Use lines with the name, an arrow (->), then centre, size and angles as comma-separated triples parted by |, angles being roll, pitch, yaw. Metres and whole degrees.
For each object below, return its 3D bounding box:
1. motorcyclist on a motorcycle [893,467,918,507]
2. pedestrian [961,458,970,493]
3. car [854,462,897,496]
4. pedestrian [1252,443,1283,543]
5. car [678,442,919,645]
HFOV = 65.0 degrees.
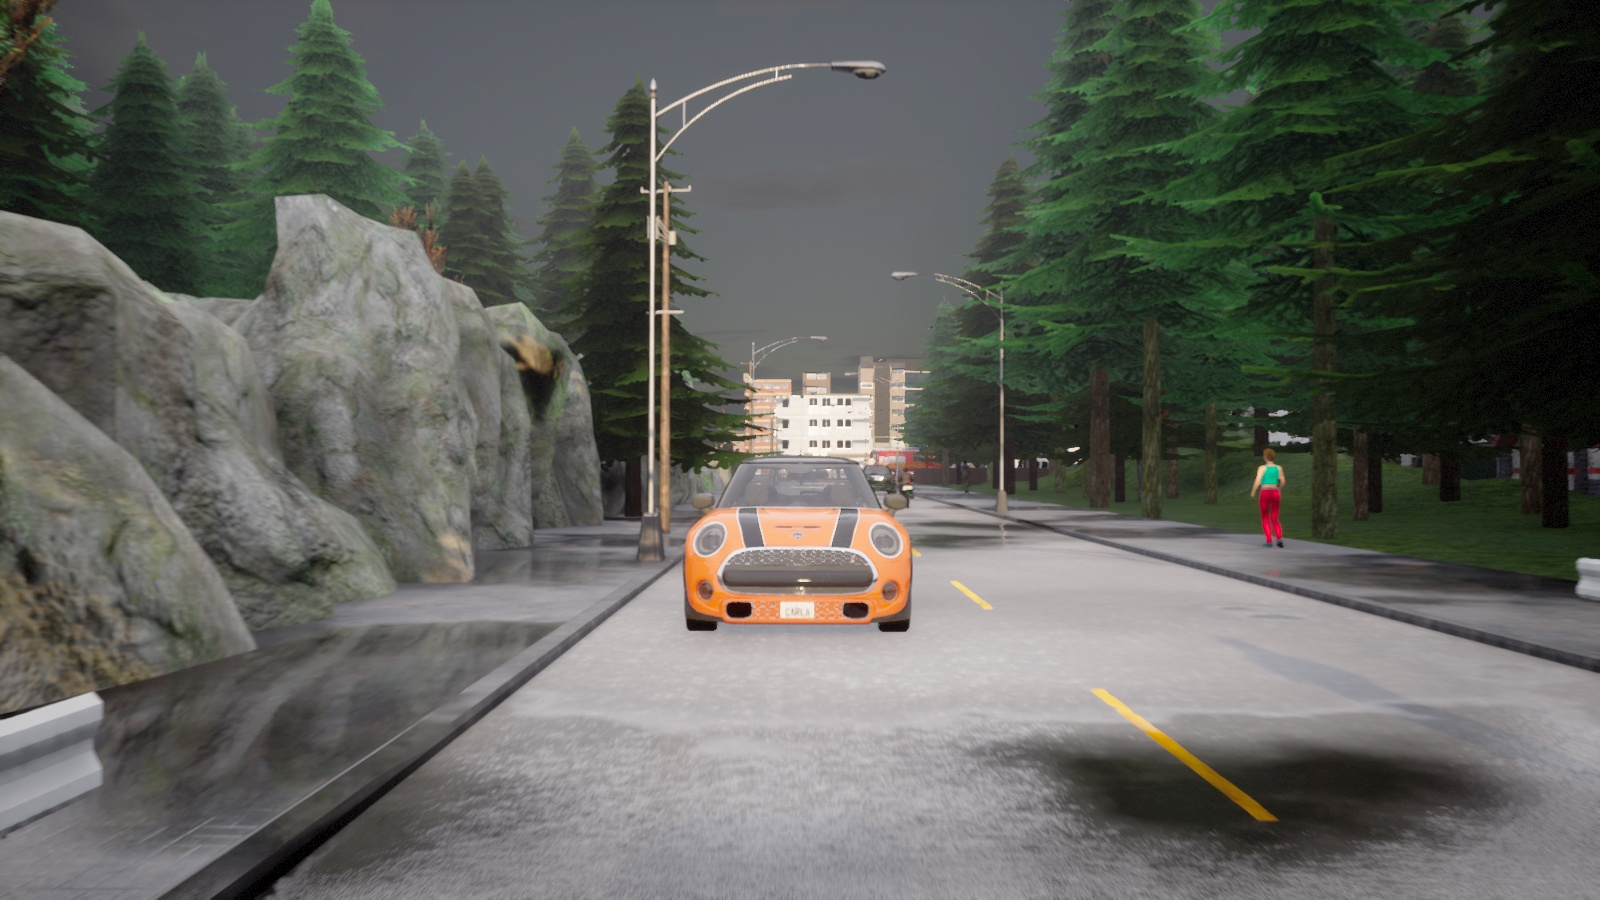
motorcyclist on a motorcycle -> 4.053, 1.411, 48.326 | 0.797, 1.523, 2.044 | 0, -1, 0
pedestrian -> 9.275, 1.409, 70.351 | 0.396, 1.930, 0.692 | 0, -1, 0
car -> 4.082, 1.552, 68.484 | 2.097, 1.767, 4.553 | 0, -1, 0
pedestrian -> 8.642, 0.790, 23.223 | 0.345, 1.836, 0.594 | 0, -1, -1
car -> -0.001, 0.841, 13.216 | 2.097, 1.767, 4.553 | 0, -1, 0
